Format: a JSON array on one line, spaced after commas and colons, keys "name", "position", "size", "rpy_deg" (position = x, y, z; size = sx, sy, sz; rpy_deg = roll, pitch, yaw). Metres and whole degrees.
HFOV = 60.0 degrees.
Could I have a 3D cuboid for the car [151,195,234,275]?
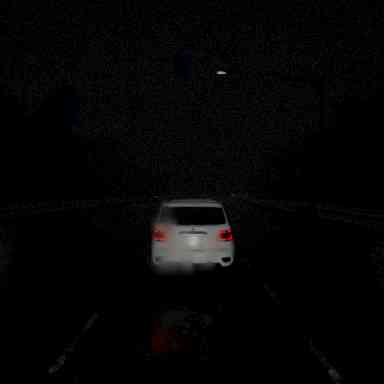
[{"name": "car", "position": [0.011, 1.225, 10.557], "size": [2.150, 2.045, 5.566], "rpy_deg": [0, 0, 0]}]
